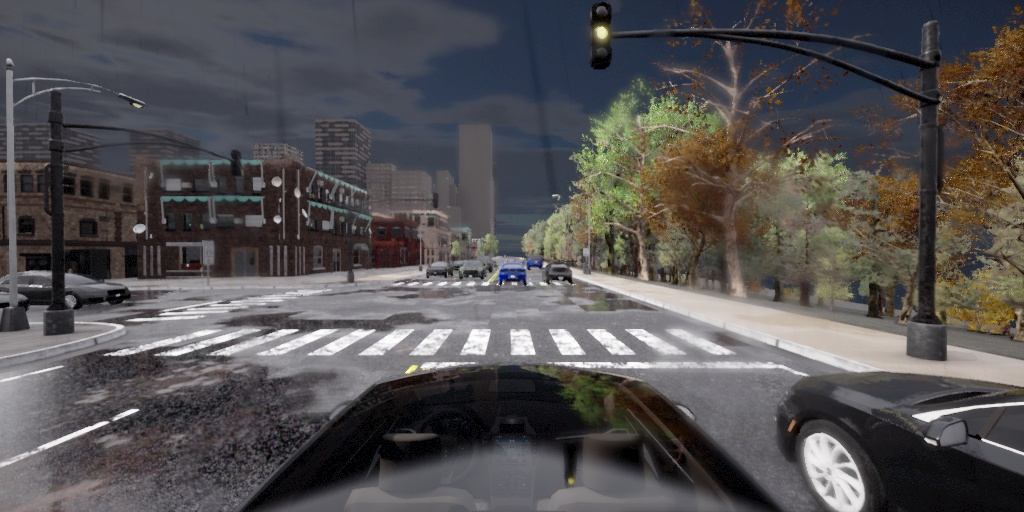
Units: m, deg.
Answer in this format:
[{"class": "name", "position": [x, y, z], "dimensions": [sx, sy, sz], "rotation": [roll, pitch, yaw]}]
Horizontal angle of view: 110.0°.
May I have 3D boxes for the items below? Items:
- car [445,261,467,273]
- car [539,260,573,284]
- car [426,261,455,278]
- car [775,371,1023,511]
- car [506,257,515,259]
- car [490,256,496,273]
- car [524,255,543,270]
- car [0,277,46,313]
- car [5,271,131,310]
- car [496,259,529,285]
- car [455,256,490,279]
[{"class": "car", "position": [-6.672, 1.330, 43.502], "dimensions": [1.895, 1.301, 4.718], "rotation": [0, 0, 0]}, {"class": "car", "position": [3.297, 1.244, 26.685], "dimensions": [1.837, 1.490, 4.892], "rotation": [0, 0, 0]}, {"class": "car", "position": [-6.656, 1.213, 33.540], "dimensions": [1.882, 1.535, 5.008], "rotation": [0, 0, 0]}, {"class": "car", "position": [3.366, 1.254, 1.276], "dimensions": [1.837, 1.490, 4.892], "rotation": [0, 0, -2]}, {"class": "car", "position": [-0.132, 1.265, 62.703], "dimensions": [2.033, 1.411, 5.357], "rotation": [0, 0, 0]}, {"class": "car", "position": [-3.426, 0.953, 42.977], "dimensions": [2.150, 2.045, 5.566], "rotation": [0, 0, 0]}, {"class": "car", "position": [3.245, 0.946, 51.387], "dimensions": [2.150, 2.045, 5.566], "rotation": [0, 0, 0]}, {"class": "car", "position": [-19.970, 1.563, 12.656], "dimensions": [4.313, 1.339, 1.948], "rotation": [0, 0, 0]}, {"class": "car", "position": [-19.370, 1.468, 15.339], "dimensions": [4.892, 1.490, 1.837], "rotation": [-1, 1, -2]}, {"class": "car", "position": [0.047, 1.217, 26.435], "dimensions": [1.882, 1.535, 5.008], "rotation": [0, 0, 0]}, {"class": "car", "position": [-3.405, 1.088, 31.712], "dimensions": [2.097, 1.767, 4.553], "rotation": [0, 0, 0]}]
